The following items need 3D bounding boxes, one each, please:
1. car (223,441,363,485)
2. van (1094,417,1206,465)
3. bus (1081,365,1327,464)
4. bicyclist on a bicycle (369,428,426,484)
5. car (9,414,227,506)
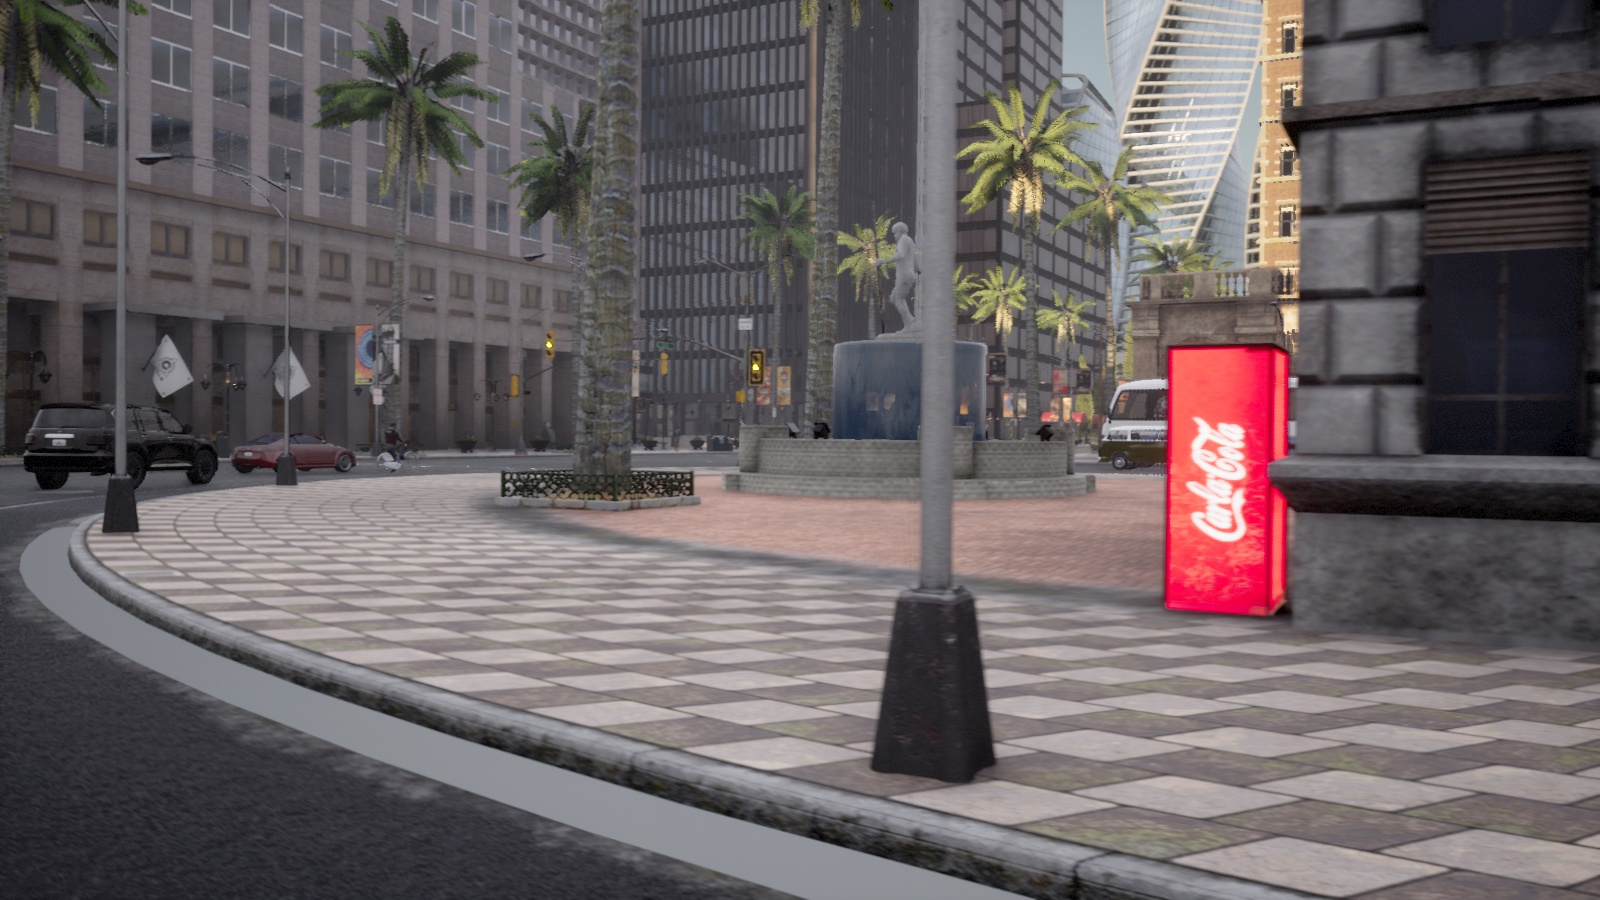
[{"bbox_3d":[-17.045,0.398,42.444,1.994,1.385,4.181,0,1,24],"label":"car"},{"bbox_3d":[15.585,-0.391,55.922,4.480,2.038,2.069,0,1,28],"label":"van"},{"bbox_3d":[18.676,-1.547,58.245,10.273,4.253,3.944,0,1,28],"label":"bus"},{"bbox_3d":[-13.398,0.178,41.838,0.659,1.776,1.843,0,3,25],"label":"bicyclist on a bicycle"},{"bbox_3d":[-16.568,0.196,30.932,2.150,2.045,5.566,-1,1,2],"label":"car"}]
